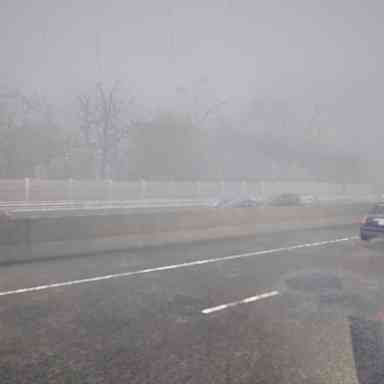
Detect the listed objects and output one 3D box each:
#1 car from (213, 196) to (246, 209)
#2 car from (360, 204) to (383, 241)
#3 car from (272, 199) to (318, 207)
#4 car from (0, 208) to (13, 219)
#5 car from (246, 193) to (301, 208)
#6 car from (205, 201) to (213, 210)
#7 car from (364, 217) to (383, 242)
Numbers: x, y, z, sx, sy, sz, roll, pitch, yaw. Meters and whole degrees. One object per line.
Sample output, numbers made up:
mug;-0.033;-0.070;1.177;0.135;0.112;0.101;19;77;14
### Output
car;4.849;1.412;33.254;4.892;1.490;1.837;0;0;-35
car;9.522;1.285;14.845;4.553;1.767;2.097;0;0;-36
car;9.202;1.507;27.763;4.718;1.301;1.895;0;0;-35
car;-13.482;1.523;20.171;4.674;1.442;1.812;0;0;-36
car;8.033;1.124;31.226;5.566;2.045;2.150;0;0;-35
car;3.597;1.256;36.657;4.553;1.767;2.097;0;0;-35
car;6.869;1.447;8.650;4.902;1.511;2.128;0;0;-36
